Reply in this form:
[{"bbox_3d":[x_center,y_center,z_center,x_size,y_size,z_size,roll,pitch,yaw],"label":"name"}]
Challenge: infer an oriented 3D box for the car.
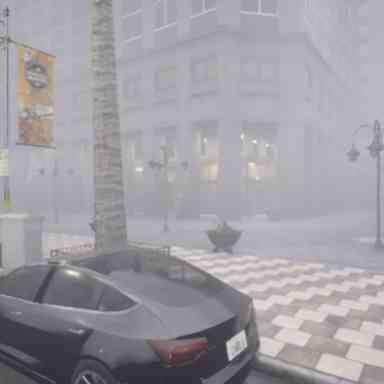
[{"bbox_3d":[-1.484,1.527,4.548,4.786,1.482,2.161,0,0,35],"label":"car"}]
